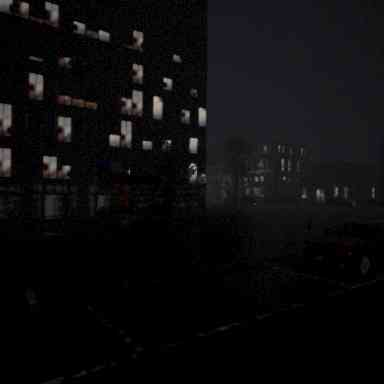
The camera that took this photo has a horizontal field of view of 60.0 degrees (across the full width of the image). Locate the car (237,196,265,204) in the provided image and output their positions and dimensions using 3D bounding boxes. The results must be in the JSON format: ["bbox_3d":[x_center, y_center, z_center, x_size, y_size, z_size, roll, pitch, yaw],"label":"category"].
[{"bbox_3d":[11.650,1.622,65.763,1.812,1.442,4.674,1,-1,-34],"label":"car"}]

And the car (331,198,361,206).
[{"bbox_3d":[25.765,1.684,55.623,1.802,1.307,4.206,1,-1,-35],"label":"car"}]

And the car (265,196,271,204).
[{"bbox_3d":[15.575,1.625,70.201,1.967,1.590,4.097,1,-1,-35],"label":"car"}]

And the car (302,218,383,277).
[{"bbox_3d":[5.250,1.531,10.248,4.507,1.381,1.887,0,1,-35],"label":"car"}]

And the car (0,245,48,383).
[{"bbox_3d":[-3.943,1.442,3.692,4.097,1.590,1.967,0,1,-35],"label":"car"}]

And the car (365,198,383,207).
[{"bbox_3d":[28.886,1.643,51.118,1.947,1.339,4.313,1,-1,-35],"label":"car"}]

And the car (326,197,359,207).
[{"bbox_3d":[21.182,1.414,47.071,1.967,1.590,4.097,1,-1,-35],"label":"car"}]

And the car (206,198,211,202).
[{"bbox_3d":[2.421,1.657,74.383,1.752,1.417,4.829,1,-1,-35],"label":"car"}]

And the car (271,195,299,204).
[{"bbox_3d":[18.763,1.474,65.657,2.192,1.841,5.009,1,-1,-35],"label":"car"}]

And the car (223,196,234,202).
[{"bbox_3d":[9.213,1.678,79.297,1.967,1.590,4.097,1,-1,-35],"label":"car"}]
